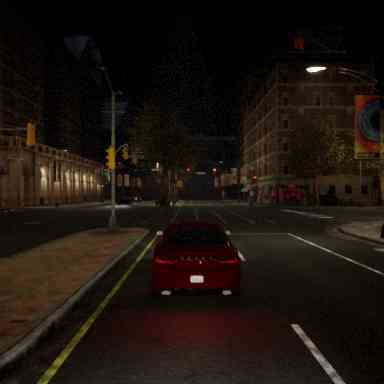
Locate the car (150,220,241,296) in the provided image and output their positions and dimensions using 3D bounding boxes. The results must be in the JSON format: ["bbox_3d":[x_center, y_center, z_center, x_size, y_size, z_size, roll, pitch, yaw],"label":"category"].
[{"bbox_3d":[0.053,1.477,8.693,1.882,1.535,5.008,0,0,-1],"label":"car"}]

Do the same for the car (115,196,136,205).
[{"bbox_3d":[-11.760,1.598,58.765,1.895,1.301,4.718,0,0,0],"label":"car"}]

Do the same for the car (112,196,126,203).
[{"bbox_3d":[-14.987,1.592,68.893,1.895,1.301,4.718,0,0,0],"label":"car"}]

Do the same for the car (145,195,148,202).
[{"bbox_3d":[-11.774,1.475,79.318,1.882,1.535,5.008,0,0,0],"label":"car"}]

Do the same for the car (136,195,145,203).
[{"bbox_3d":[-11.738,1.537,68.839,2.033,1.411,5.357,0,0,0],"label":"car"}]
